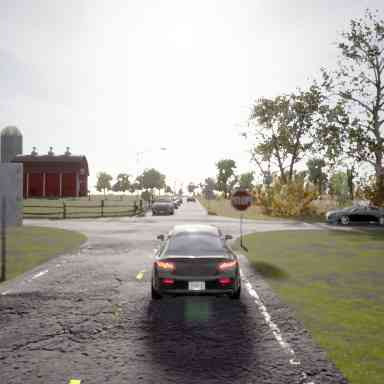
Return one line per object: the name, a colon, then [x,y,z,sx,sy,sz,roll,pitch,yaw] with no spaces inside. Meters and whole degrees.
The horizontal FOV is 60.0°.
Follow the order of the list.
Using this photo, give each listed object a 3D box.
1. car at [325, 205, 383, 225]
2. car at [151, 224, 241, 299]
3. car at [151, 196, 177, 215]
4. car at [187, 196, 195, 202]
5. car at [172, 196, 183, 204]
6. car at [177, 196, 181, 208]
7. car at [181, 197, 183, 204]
car: [12.916,1.742,25.789,4.902,1.511,2.128,1,-1,0]
car: [0.074,1.529,8.305,1.812,1.442,4.674,0,0,0]
car: [-2.938,1.377,34.438,2.097,1.767,4.553,0,0,0]
car: [-0.216,1.656,80.436,1.994,1.385,4.181,0,0,0]
car: [-2.943,1.556,68.381,1.882,1.535,5.008,0,0,0]
car: [-2.960,1.547,46.671,1.837,1.490,4.892,0,0,0]
car: [-2.966,1.606,57.910,2.033,1.411,5.357,0,0,0]
